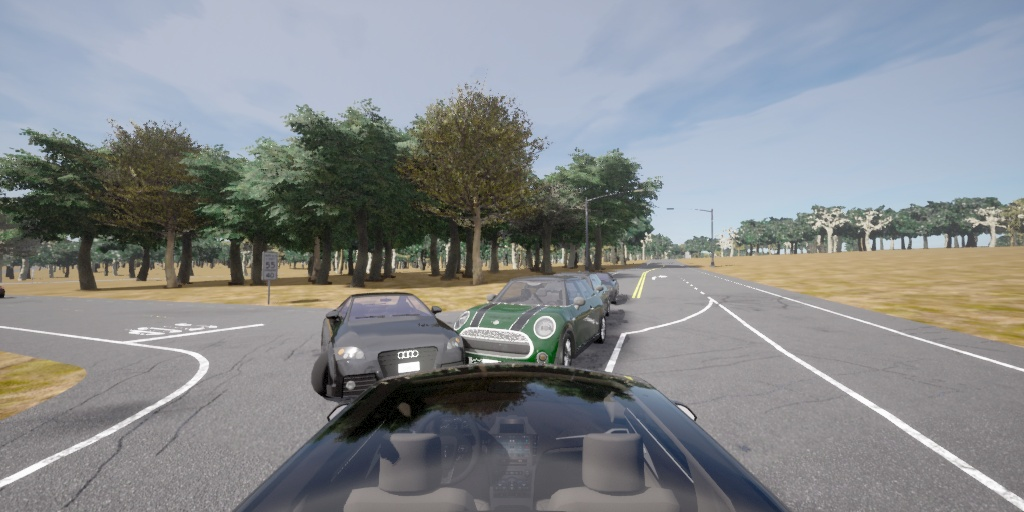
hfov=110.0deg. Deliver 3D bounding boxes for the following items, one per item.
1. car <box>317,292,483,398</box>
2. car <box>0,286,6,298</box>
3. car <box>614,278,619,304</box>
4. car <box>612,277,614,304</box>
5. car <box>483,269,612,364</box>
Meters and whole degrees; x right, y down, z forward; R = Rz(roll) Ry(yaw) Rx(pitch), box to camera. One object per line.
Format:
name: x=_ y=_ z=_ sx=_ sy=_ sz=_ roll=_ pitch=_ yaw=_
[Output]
car: x=-2.351 y=1.375 z=6.578 sx=1.994 sy=1.385 sz=4.181 roll=1 pitch=-2 yaw=-29
car: x=-40.856 y=2.561 z=27.344 sx=4.181 sy=1.385 sz=1.994 roll=-2 pitch=-3 yaw=22
car: x=4.221 y=1.509 z=17.822 sx=1.994 sy=1.385 sz=4.181 roll=-1 pitch=0 yaw=19
car: x=2.027 y=1.344 z=12.096 sx=2.097 sy=1.767 sz=4.553 roll=-1 pitch=-1 yaw=21
car: x=0.620 y=1.218 z=7.783 sx=2.097 sy=1.767 sz=4.553 roll=-1 pitch=-2 yaw=26
